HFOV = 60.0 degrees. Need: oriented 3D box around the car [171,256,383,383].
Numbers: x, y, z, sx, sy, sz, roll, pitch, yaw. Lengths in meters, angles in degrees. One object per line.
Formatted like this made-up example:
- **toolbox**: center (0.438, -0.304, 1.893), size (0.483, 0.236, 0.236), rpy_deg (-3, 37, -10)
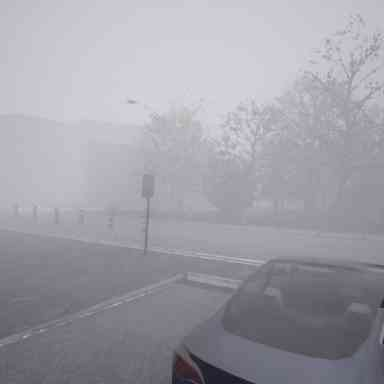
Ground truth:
- **car**: center (1.729, 1.508, 3.949), size (2.163, 1.488, 4.792), rpy_deg (0, 0, 36)
